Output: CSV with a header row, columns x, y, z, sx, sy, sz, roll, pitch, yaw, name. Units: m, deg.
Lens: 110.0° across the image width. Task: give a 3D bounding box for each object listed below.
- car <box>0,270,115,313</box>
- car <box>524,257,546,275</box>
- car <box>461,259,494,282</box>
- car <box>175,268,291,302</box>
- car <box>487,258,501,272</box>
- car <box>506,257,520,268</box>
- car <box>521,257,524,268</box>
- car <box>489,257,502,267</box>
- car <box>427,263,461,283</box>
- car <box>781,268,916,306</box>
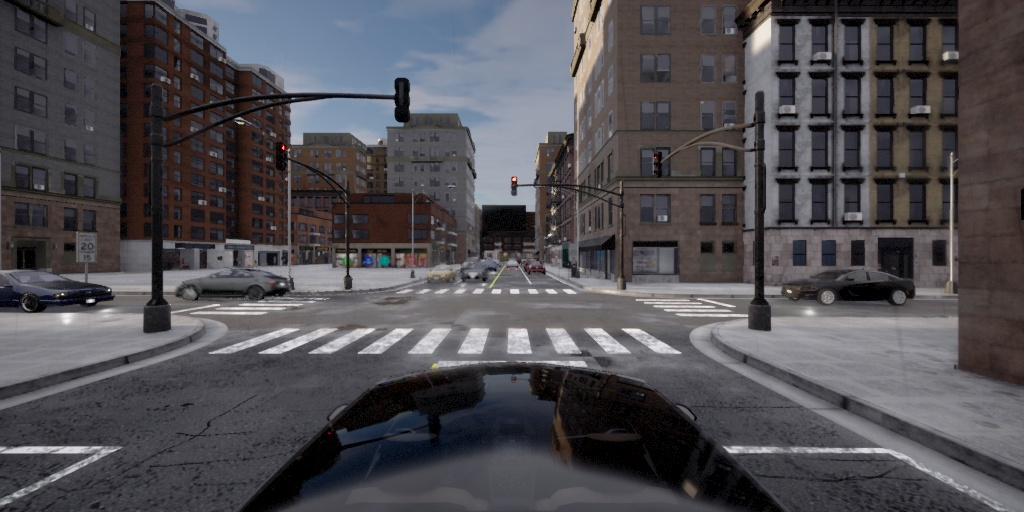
x,y,z,sx,sy,sz,roll,pitch,yaw,name
-17.810,1.216,12.894,5.357,1.411,2.033,0,0,0,car
2.613,1.191,39.427,1.967,1.591,4.097,0,0,0,car
-2.867,1.242,28.630,2.128,1.511,4.902,0,0,0,car
-12.468,1.258,16.231,4.181,1.385,1.994,0,0,-4,car
-2.875,1.300,45.857,2.033,1.411,5.357,0,0,0,car
0.064,1.279,61.925,1.812,1.442,4.674,0,0,0,car
2.609,1.066,45.089,2.192,1.841,5.009,0,0,0,car
-2.790,1.325,62.354,1.812,1.442,4.674,0,0,0,car
-5.405,1.276,27.928,1.751,1.417,4.829,0,0,0,car
14.763,1.310,15.905,5.008,1.535,1.882,0,0,-1,car
